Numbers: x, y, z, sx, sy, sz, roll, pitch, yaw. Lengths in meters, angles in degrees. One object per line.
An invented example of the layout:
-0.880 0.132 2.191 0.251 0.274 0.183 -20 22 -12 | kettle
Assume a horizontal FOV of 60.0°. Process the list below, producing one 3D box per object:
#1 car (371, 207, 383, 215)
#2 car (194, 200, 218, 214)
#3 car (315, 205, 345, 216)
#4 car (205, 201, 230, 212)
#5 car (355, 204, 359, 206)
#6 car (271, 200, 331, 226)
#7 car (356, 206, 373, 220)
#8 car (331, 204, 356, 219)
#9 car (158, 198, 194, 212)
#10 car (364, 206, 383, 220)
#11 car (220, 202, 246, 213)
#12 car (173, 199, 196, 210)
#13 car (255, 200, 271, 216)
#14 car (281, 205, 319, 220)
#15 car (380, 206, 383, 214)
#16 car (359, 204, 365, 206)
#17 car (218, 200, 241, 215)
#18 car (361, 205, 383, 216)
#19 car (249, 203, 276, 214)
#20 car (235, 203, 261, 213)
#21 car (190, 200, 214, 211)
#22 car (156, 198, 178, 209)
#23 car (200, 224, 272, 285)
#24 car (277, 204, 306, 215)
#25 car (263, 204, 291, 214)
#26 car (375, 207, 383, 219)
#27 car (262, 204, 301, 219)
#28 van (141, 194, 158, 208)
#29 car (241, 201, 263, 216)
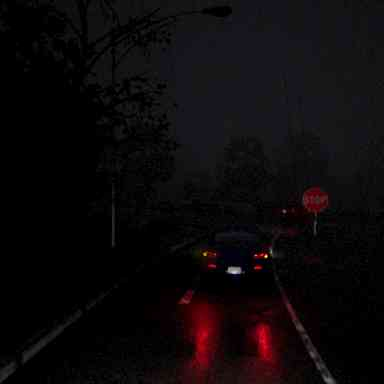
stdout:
38.126 3.736 65.474 2.097 1.535 5.008 1 -1 -20 | car
0.720 1.727 38.265 2.163 1.488 4.792 4 -2 -20 | car
25.058 3.348 60.616 1.946 1.575 5.366 2 -1 -20 | car
4.065 2.289 53.514 1.946 1.575 5.366 4 -1 -20 | car
27.619 3.444 61.733 2.097 1.535 5.008 2 -1 -20 | car
9.794 1.880 29.747 5.566 2.045 2.150 4 -3 -42 | car
21.704 3.015 45.695 2.163 1.488 4.792 3 -1 -20 | car
19.089 2.733 44.760 2.185 1.767 4.553 3 -1 -20 | car
-1.876 1.533 37.276 2.163 1.488 4.792 4 -2 -20 | car
24.307 3.134 46.687 2.163 1.488 4.792 2 -1 -20 | car
6.693 2.457 54.452 1.946 1.575 5.366 4 -1 -20 | car
-1.237 1.959 51.426 2.002 1.452 4.674 4 -2 -20 | car
8.591 2.003 41.075 2.435 2.045 5.566 4 -1 -20 | car
13.831 2.608 42.884 2.163 1.488 4.792 3 -1 -20 | car
40.800 3.792 66.632 1.946 1.575 5.366 1 -1 -20 | car
26.935 3.090 47.628 2.185 1.767 4.553 2 -1 -20 | car
3.347 1.765 39.205 2.185 1.767 4.553 4 -2 -20 | car
35.493 3.550 64.573 2.185 1.767 4.553 2 -1 -20 | car
11.879 2.755 56.101 2.097 1.535 5.008 3 -1 -20 | car
9.260 2.639 55.141 2.163 1.488 4.792 3 -1 -20 | car
1.491 2.143 52.428 2.163 1.488 4.792 4 -2 -20 | car
-3.854 1.765 50.492 2.002 1.452 4.674 4 -2 -20 | car
1.353 1.678 9.943 1.812 1.442 4.674 0 -1 9 | car
17.249 3.026 58.018 2.231 1.521 4.892 3 -1 -20 | car
14.503 2.892 57.038 2.097 1.535 5.008 3 -1 -20 | car
29.552 3.190 48.562 2.185 1.767 4.553 2 -1 -20 | car
11.211 2.422 41.973 2.231 1.521 4.892 3 -1 -20 | car
-6.305 1.315 49.481 1.878 1.987 4.442 4 -1 -20 | van
5.963 2.076 40.100 2.097 1.535 5.008 4 -1 -20 | car
